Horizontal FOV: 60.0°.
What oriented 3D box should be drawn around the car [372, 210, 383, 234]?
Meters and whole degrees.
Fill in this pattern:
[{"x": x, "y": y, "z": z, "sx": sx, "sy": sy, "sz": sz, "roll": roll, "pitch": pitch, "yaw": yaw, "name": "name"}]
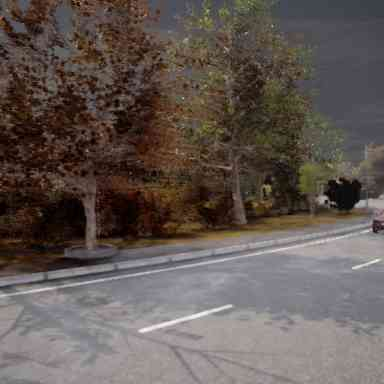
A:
[{"x": 12.429, "y": 1.648, "z": 20.010, "sx": 1.882, "sy": 1.535, "sz": 5.008, "roll": -1, "pitch": -1, "yaw": 43, "name": "car"}]
